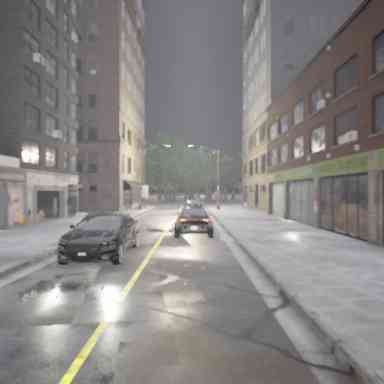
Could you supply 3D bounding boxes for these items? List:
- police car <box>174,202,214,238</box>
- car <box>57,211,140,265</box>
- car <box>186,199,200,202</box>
[{"bbox_3d":[0.100,1.515,18.037,2.038,1.542,4.974,0,0,0],"label":"police car"},{"bbox_3d":[-3.099,1.484,11.869,1.882,1.535,5.008,0,0,0],"label":"car"},{"bbox_3d":[0.101,1.511,35.582,2.128,1.511,4.902,0,0,0],"label":"car"}]
